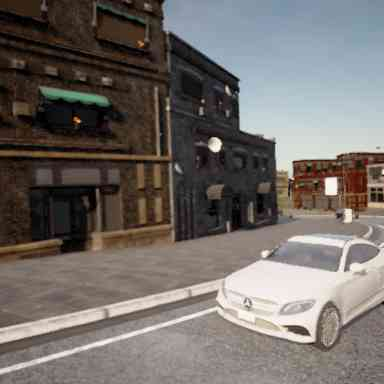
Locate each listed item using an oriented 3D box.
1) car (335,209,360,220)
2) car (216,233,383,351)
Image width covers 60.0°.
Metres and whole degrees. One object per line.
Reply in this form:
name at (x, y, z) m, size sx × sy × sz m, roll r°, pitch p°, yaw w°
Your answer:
car at (21.500, 3.096, 46.315) m, size 1.837 × 1.490 × 4.892 m, roll -2°, pitch -4°, yaw 4°
car at (2.512, 1.584, 6.491) m, size 4.674 × 1.442 × 1.812 m, roll 1°, pitch -1°, yaw -43°
